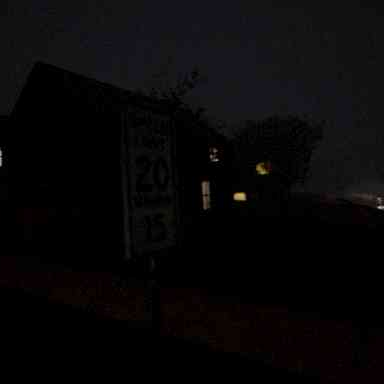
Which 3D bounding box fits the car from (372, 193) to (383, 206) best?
[{"bbox_3d":[25.687,0.888,44.730,2.097,1.767,4.553,-4,-1,19],"label":"car"}]
